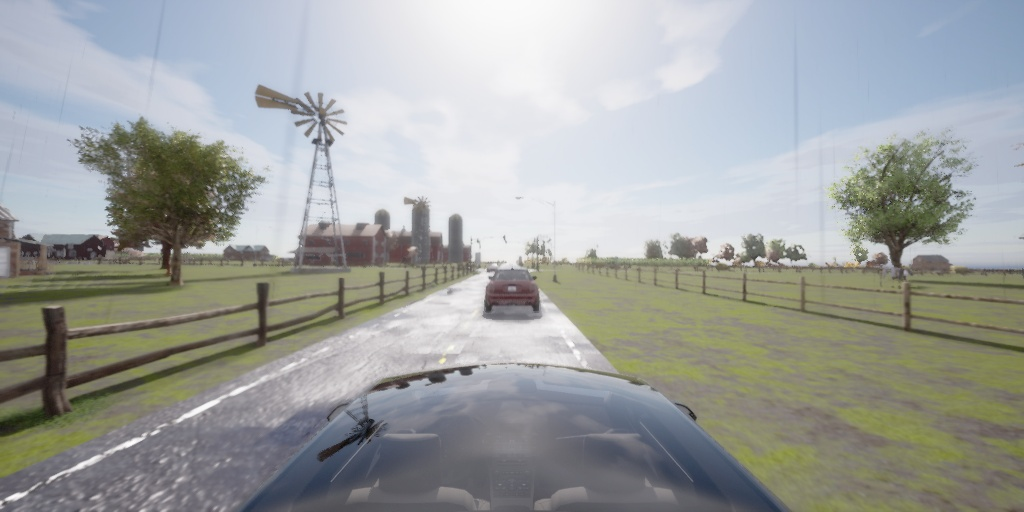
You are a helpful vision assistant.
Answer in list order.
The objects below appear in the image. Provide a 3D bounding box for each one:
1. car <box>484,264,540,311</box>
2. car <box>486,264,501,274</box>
[{"bbox_3d":[0.022,1.247,15.298,2.097,1.767,4.553,0,-1,0],"label":"car"},{"bbox_3d":[-2.762,1.886,54.364,1.994,1.385,4.181,0,-1,0],"label":"car"}]
